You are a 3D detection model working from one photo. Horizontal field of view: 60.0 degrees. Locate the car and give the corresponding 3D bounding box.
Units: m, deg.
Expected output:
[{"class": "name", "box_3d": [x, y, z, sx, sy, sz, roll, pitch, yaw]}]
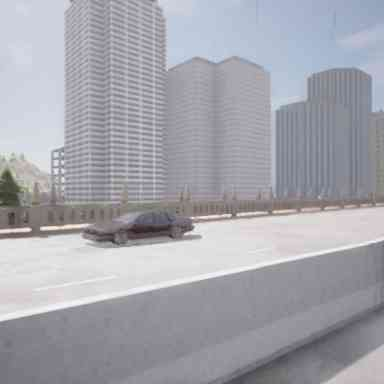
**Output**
[{"class": "car", "box_3d": [-2.315, 1.590, 15.765, 5.357, 1.411, 2.033, 0, 0, -40]}]
